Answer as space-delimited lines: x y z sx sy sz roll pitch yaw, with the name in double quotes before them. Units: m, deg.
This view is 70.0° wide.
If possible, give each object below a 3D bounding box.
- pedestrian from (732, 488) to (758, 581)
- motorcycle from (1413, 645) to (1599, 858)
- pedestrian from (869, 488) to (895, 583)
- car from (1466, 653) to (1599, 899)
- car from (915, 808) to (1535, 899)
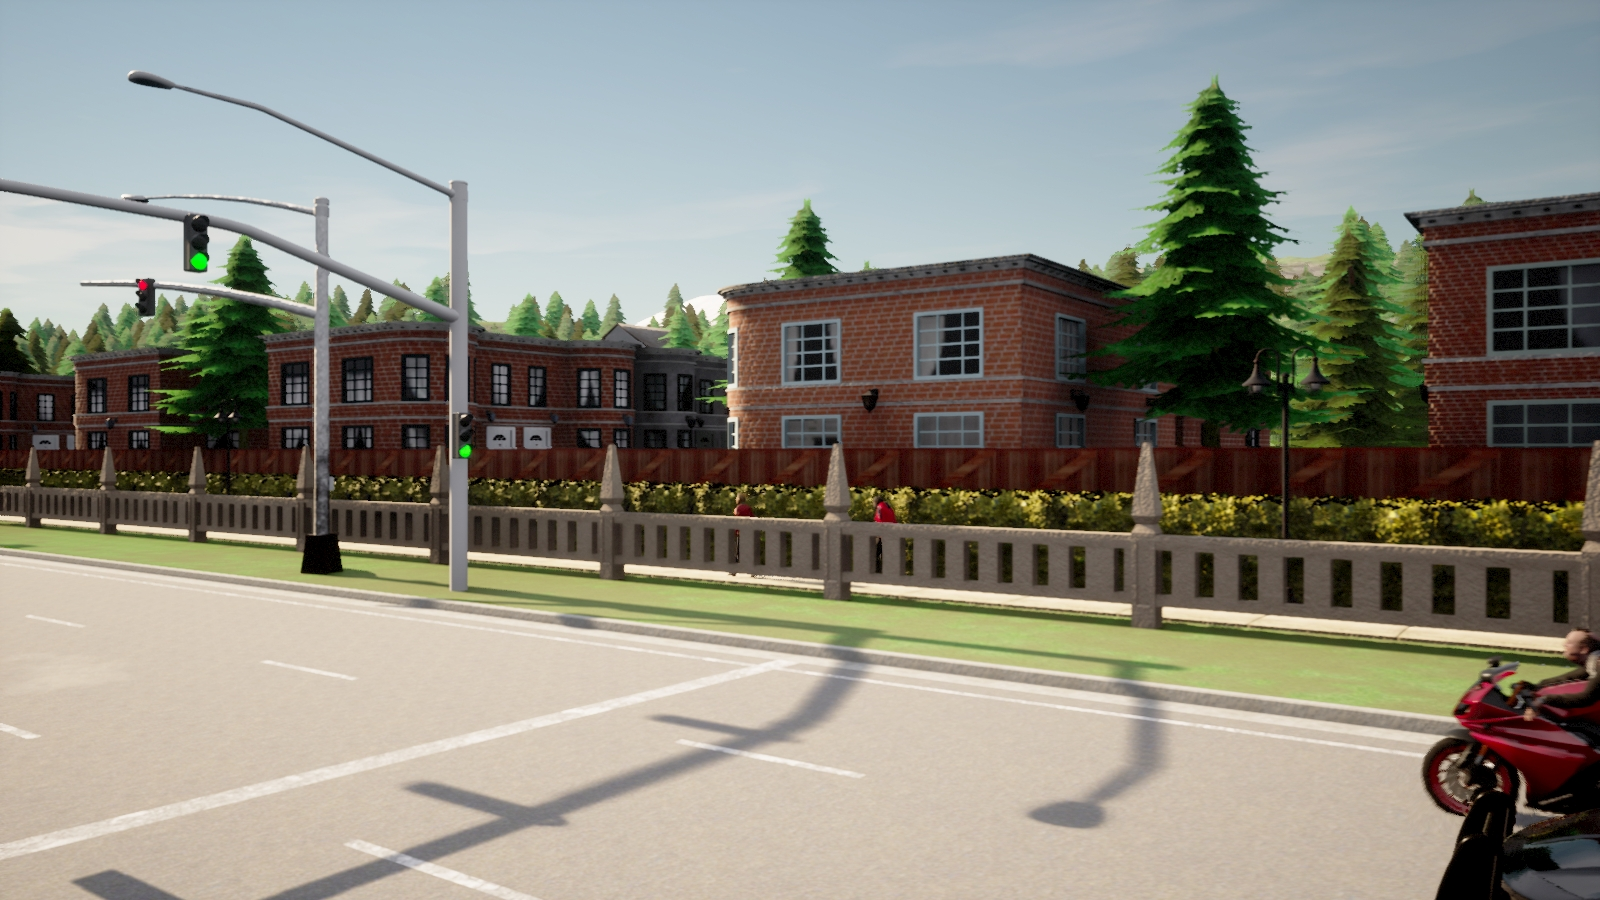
"pedestrian" -1.128 1.712 23.392 0.375 1.860 0.375 0 0 35
"motorcycle" 5.761 2.206 8.297 2.209 1.251 0.867 0 0 35
"pedestrian" 1.646 1.710 22.941 0.375 1.860 0.375 0 0 38
"car" 5.553 1.982 4.168 5.238 1.638 2.097 0 0 35
"car" 2.140 2.066 2.287 4.193 1.474 1.816 0 0 35
